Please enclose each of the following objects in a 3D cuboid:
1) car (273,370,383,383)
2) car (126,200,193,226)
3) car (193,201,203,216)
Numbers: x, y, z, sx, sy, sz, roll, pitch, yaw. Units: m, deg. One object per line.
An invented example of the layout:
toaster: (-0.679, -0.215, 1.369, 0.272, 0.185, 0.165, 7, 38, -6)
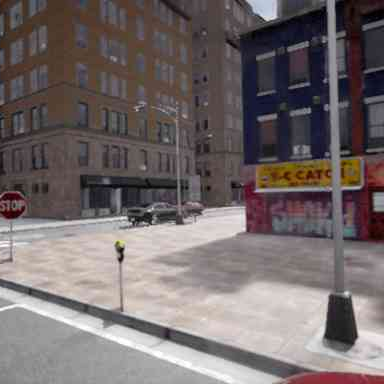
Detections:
car: (2.141, 1.571, 1.301, 4.206, 1.307, 1.802, -1, -1, 35)
car: (-2.306, 1.457, 22.837, 1.837, 1.490, 4.892, -2, -1, 36)
car: (-0.751, 1.509, 30.054, 1.812, 1.442, 4.674, -2, -1, 36)
